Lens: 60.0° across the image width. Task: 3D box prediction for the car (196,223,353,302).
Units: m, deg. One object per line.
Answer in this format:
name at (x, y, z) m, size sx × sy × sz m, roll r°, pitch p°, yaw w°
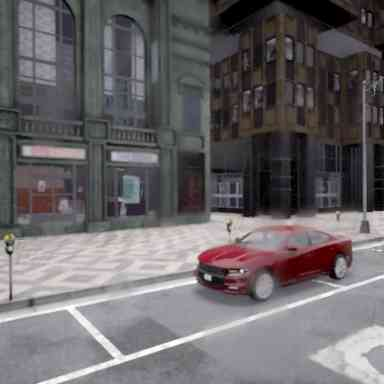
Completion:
car at (2.161, 1.506, 8.190) m, size 4.507 × 1.381 × 1.887 m, roll 0°, pitch 0°, yaw -35°
